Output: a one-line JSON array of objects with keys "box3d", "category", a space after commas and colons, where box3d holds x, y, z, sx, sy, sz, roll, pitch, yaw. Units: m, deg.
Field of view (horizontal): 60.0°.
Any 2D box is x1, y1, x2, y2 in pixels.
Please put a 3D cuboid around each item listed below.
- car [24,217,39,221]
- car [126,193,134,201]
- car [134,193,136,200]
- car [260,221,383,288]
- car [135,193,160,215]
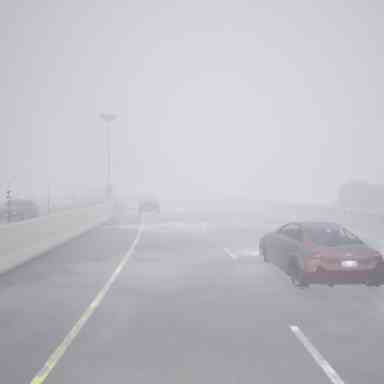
[{"box3d": [-12.547, 1.289, 24.199, 1.837, 1.490, 4.892, 0, 1, -9], "category": "car"}, {"box3d": [-10.910, 0.964, 61.498, 2.033, 1.411, 5.357, 0, 1, -21], "category": "car"}, {"box3d": [-6.915, 0.879, 49.298, 2.097, 1.767, 4.553, 0, 0, -16], "category": "car"}, {"box3d": [3.228, 1.468, 9.043, 1.994, 1.385, 4.181, 0, 1, -3], "category": "car"}, {"box3d": [-3.977, 1.185, 30.467, 1.882, 1.535, 5.008, 0, 1, -10], "category": "car"}]
